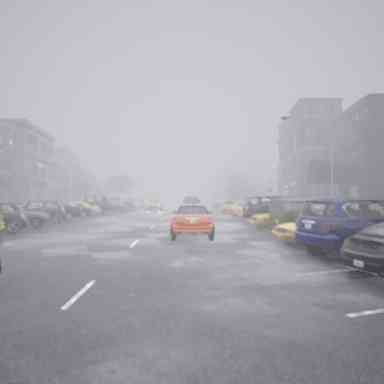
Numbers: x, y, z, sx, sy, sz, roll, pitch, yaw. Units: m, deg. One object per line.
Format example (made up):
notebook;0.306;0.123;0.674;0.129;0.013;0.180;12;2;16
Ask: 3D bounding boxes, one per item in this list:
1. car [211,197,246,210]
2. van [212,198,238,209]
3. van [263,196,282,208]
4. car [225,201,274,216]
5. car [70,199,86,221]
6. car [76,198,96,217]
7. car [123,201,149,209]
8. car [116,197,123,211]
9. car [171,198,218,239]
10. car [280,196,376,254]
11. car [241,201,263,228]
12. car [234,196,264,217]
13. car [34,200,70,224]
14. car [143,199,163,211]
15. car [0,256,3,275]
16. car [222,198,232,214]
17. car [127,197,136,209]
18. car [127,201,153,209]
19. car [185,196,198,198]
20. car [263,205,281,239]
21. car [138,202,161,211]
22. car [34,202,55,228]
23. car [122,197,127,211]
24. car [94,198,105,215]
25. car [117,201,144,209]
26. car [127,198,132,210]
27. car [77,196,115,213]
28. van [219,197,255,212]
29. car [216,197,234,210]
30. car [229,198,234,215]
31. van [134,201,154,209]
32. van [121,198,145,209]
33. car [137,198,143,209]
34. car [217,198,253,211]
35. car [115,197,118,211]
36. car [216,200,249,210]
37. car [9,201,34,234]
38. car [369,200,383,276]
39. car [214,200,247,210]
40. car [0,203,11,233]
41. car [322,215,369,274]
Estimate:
car;6.241;1.924;56.893;5.566;2.045;2.435;1;-2;-20
van;6.177;2.142;62.853;4.442;1.987;1.878;1;-3;-20
van;6.423;1.316;18.046;4.442;1.987;1.878;1;-1;-20
car;6.209;1.732;35.944;4.792;1.488;2.163;1;-1;-20
car;-11.544;1.580;27.096;5.008;1.535;2.097;-1;0;-20
car;-11.568;1.613;30.027;5.008;1.535;2.097;-1;-1;-20
car;-11.501;2.603;68.144;5.008;1.535;2.097;0;-3;-20
car;-11.577;1.799;41.764;4.892;1.521;2.231;0;-1;-20
car;0.018;1.395;17.623;2.097;1.767;4.553;0;0;0
car;6.381;1.275;12.023;5.566;2.045;2.435;1;0;-20
car;6.118;1.547;20.933;5.366;1.575;1.946;1;0;-20
car;6.304;1.319;24.004;5.566;2.045;2.435;1;-1;-20
car;-11.508;1.430;24.166;4.553;1.767;2.185;-1;0;-20
car;-5.243;1.783;47.066;2.097;1.767;4.553;0;-1;0
car;-5.070;1.614;5.066;1.895;1.301;4.718;0;0;-1
car;6.070;1.653;32.902;5.366;1.575;1.946;1;-1;-20
car;-11.581;1.998;50.562;5.008;1.535;2.097;0;-2;-20
car;-11.619;2.930;73.919;5.366;1.575;1.946;0;-4;-20
car;-0.048;1.537;41.962;2.150;2.045;5.566;0;-1;-1
car;6.159;1.527;14.941;5.366;1.575;1.946;1;0;-20
car;-11.264;3.865;88.610;5.566;2.045;2.435;1;-6;-19
car;-11.525;1.576;21.233;4.674;1.452;2.002;-1;-1;-20
car;-11.553;1.732;44.705;4.553;1.767;2.185;0;-1;-20
car;-11.745;1.647;32.900;5.366;1.575;1.946;-1;0;-20
car;-11.503;2.382;62.298;4.792;1.488;2.163;0;-2;-20
car;-11.553;1.956;47.644;4.792;1.488;2.163;0;-2;-20
car;-11.607;1.443;35.884;5.566;2.045;2.435;-1;-1;-20
van;6.125;1.638;44.895;4.442;1.987;1.878;1;-1;-20
car;6.058;1.800;41.874;5.366;1.575;1.946;1;-1;-20
car;6.425;1.624;30.038;5.366;1.575;1.946;1;-1;-20
van;-11.501;3.120;79.797;4.442;1.987;1.878;1;-4;-19
van;-11.626;2.242;65.187;4.442;1.987;1.878;0;-2;-20
car;-11.549;2.294;59.366;4.674;1.452;2.002;0;-2;-20
car;6.205;1.809;47.923;4.553;1.767;2.185;1;-2;-20
car;-11.576;1.742;38.826;4.892;1.521;2.231;-1;-1;-20
car;6.235;2.049;50.918;4.674;1.452;2.002;1;-2;-20
car;-11.474;1.397;18.300;4.553;1.767;2.185;-1;0;-20
car;6.383;1.262;6.005;5.566;2.045;2.435;1;0;-20
car;6.276;2.119;53.923;4.792;1.488;2.163;1;-2;-20
car;-11.476;1.512;15.358;5.008;1.535;2.097;-1;0;-20
car;6.358;1.520;9.008;4.892;1.521;2.231;1;0;-20
